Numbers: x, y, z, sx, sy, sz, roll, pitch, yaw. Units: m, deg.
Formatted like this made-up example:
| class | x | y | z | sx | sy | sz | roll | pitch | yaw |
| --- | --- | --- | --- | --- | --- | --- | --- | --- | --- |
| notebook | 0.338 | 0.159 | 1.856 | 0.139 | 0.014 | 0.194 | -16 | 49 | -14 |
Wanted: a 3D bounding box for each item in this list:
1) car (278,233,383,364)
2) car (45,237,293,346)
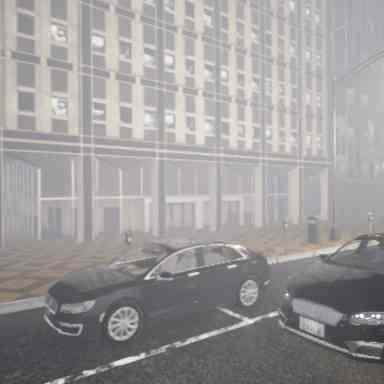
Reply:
| class | x | y | z | sx | sy | sz | roll | pitch | yaw |
| --- | --- | --- | --- | --- | --- | --- | --- | --- | --- |
| car | 3.564 | 1.513 | 5.807 | 4.902 | 1.511 | 2.128 | 0 | 0 | -36 |
| car | -0.388 | 1.578 | 6.296 | 4.403 | 1.369 | 2.008 | 0 | -1 | -36 |
